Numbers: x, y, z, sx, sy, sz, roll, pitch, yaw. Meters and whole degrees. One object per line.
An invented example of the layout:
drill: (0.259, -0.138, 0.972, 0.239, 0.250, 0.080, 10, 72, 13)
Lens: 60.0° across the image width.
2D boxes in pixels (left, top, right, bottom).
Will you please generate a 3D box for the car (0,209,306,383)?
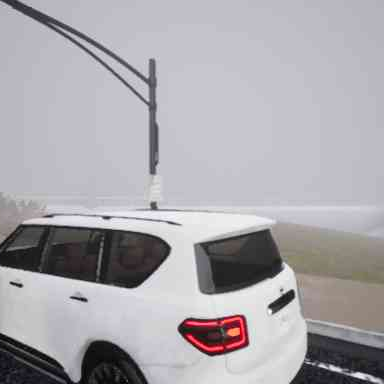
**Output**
car: (-1.339, 1.272, 4.642, 5.566, 2.045, 2.150, -1, 0, 36)
